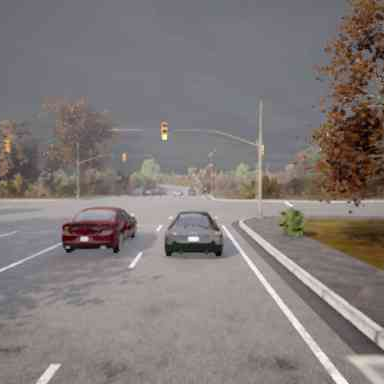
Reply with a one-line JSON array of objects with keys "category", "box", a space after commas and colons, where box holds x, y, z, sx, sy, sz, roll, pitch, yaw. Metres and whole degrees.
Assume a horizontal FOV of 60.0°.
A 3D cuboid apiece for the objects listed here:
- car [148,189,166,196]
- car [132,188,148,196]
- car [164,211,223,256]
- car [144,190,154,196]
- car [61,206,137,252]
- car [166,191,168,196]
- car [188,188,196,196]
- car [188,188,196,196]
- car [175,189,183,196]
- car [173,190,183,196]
[{"category": "car", "box": [-7.016, 0.196, 66.385, 2.033, 1.411, 5.357, 0, -1, 0]}, {"category": "car", "box": [-10.518, 0.006, 66.378, 2.097, 1.767, 4.553, 0, -1, 0]}, {"category": "car", "box": [0.063, 1.402, 12.462, 1.994, 1.385, 4.181, 0, 1, 0]}, {"category": "car", "box": [-10.514, 0.300, 81.825, 1.812, 1.442, 4.674, 0, -1, 0]}, {"category": "car", "box": [-3.436, 1.302, 13.141, 1.882, 1.535, 5.008, 0, 1, 0]}, {"category": "car", "box": [-7.014, 0.305, 81.988, 2.033, 1.411, 5.357, 0, -1, 0]}, {"category": "car", "box": [-0.013, 0.377, 81.207, 2.128, 1.511, 4.902, 0, -1, 0]}, {"category": "car", "box": [-0.015, 0.069, 91.681, 2.150, 2.045, 5.566, 0, -1, 0]}, {"category": "car", "box": [-3.515, 0.198, 91.619, 2.097, 1.767, 4.553, 0, -1, 0]}, {"category": "car", "box": [-3.513, 0.454, 81.652, 1.895, 1.301, 4.718, 0, -1, 0]}]
